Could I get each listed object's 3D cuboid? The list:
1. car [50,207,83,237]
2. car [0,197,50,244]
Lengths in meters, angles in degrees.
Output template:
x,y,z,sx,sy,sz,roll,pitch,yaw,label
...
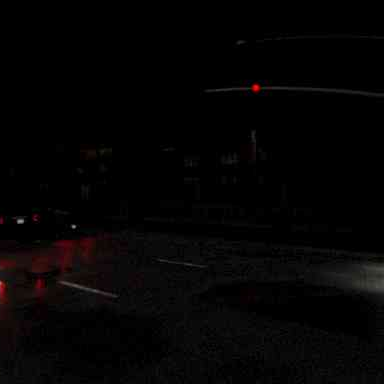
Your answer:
x,y,z,sx,sy,sz,roll,pitch,yaw,label
-7.870,1.569,18.190,4.674,1.442,1.812,0,0,35,car
-8.949,1.261,14.679,5.566,2.045,2.150,0,0,36,car
